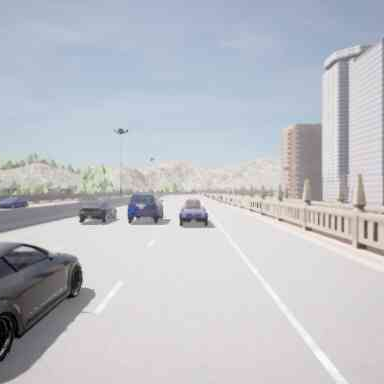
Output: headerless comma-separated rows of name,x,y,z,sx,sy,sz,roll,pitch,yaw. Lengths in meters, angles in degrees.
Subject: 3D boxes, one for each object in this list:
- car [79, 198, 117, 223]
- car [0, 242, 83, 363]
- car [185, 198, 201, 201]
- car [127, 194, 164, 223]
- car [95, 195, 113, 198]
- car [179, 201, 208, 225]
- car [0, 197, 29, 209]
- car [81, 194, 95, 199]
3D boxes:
car,-6.892,1.408,24.750,1.837,1.490,4.892,0,0,0
car,-3.399,1.537,5.699,1.994,1.385,4.181,0,0,0
car,0.113,1.415,40.276,1.994,1.385,4.181,0,0,0
car,-3.391,1.124,24.887,2.150,2.045,5.566,0,0,0
car,-13.981,1.340,54.648,1.812,1.442,4.674,0,0,0
car,0.108,1.510,23.050,1.895,1.301,4.718,0,0,0
car,-21.037,1.333,39.059,1.882,1.535,5.008,0,0,1
car,-17.480,1.211,56.714,2.097,1.767,4.553,0,0,0
